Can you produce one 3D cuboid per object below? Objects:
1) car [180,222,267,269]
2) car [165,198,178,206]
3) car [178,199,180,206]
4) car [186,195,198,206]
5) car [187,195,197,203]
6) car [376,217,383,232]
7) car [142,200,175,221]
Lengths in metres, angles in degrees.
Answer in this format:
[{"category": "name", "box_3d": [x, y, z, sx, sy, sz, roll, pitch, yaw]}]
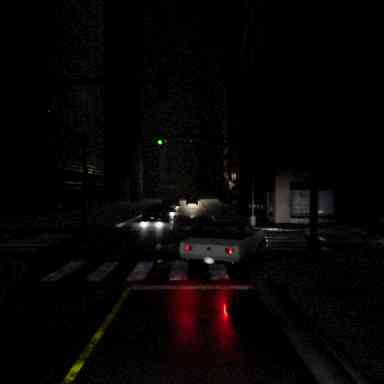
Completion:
[{"category": "car", "box_3d": [1.300, 1.698, 11.663, 1.895, 1.301, 4.718, 0, 0, 21]}, {"category": "car", "box_3d": [-3.091, 1.696, 41.736, 1.837, 1.490, 4.892, 0, 0, 0]}, {"category": "car", "box_3d": [-3.037, 1.691, 57.081, 2.033, 1.411, 5.357, 0, 0, 1]}, {"category": "car", "box_3d": [-0.008, 1.485, 60.070, 2.097, 1.767, 4.553, 0, 0, 0]}, {"category": "car", "box_3d": [-0.008, 1.454, 70.102, 2.128, 1.511, 4.902, 0, 0, 0]}, {"category": "car", "box_3d": [12.495, 1.539, 17.685, 5.008, 1.535, 1.882, -1, 0, 0]}, {"category": "car", "box_3d": [-3.075, 1.732, 29.741, 2.033, 1.411, 5.357, 0, 0, 4]}]
